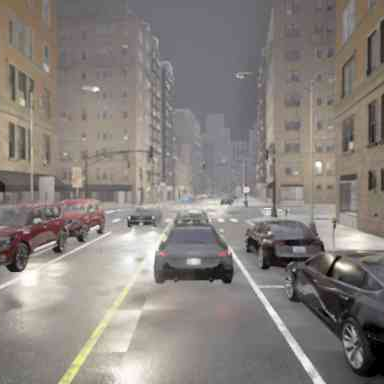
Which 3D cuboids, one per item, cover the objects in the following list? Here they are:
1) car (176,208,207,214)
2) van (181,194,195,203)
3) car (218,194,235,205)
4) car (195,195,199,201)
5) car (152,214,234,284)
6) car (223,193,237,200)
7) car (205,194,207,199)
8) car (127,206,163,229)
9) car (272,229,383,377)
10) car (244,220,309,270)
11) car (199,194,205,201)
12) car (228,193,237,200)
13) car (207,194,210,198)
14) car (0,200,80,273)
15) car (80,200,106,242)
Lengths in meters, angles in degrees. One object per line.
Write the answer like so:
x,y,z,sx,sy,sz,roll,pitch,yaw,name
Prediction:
-0.026,1.595,19.590,1.895,1.301,4.718,0,0,0,car
-1.079,1.252,67.400,1.690,1.788,3.998,0,0,9,van
5.664,1.506,55.232,1.947,1.339,4.313,0,0,9,car
-0.237,1.339,72.833,1.967,1.590,4.097,0,0,9,car
0.036,1.562,9.615,1.994,1.385,4.181,0,0,0,car
7.348,1.478,66.096,1.947,1.339,4.313,0,0,9,car
2.289,1.453,89.128,1.802,1.307,4.206,0,0,9,car
-3.032,1.599,21.999,1.895,1.301,4.718,0,0,0,car
2.847,1.561,5.385,1.947,1.339,4.313,-1,0,0,car
2.838,1.560,10.892,1.947,1.339,4.313,-1,0,0,car
1.420,1.404,83.528,1.752,1.417,4.829,0,0,9,car
10.711,1.187,87.824,2.192,1.841,5.009,-1,0,9,car
3.128,1.306,94.561,1.967,1.590,4.097,-1,0,9,car
-5.691,1.322,10.871,2.192,1.841,5.009,-1,0,0,car
-5.699,1.320,16.379,2.192,1.841,5.009,-1,0,0,car
